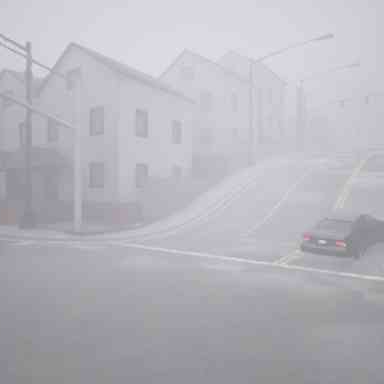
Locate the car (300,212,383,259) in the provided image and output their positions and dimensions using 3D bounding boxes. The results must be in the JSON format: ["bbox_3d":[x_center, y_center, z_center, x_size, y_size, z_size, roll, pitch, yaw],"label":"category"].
[{"bbox_3d":[6.270,1.532,13.290,2.033,1.411,5.357,2,7,45],"label":"car"}]
